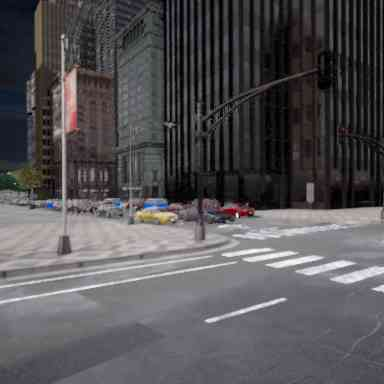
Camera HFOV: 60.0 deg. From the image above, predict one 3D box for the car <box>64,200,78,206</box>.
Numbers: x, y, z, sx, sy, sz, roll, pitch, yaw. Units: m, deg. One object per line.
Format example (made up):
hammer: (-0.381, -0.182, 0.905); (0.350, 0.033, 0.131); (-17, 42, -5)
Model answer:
car: (-28.257, 2.546, 77.393); (1.947, 1.339, 4.313); (-1, 0, -35)

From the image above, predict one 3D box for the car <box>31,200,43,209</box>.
car: (-28.484, 2.324, 62.974); (1.967, 1.590, 4.097); (-1, 0, -35)

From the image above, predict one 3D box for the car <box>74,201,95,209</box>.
car: (-19.589, 2.298, 60.416); (2.033, 1.411, 5.357); (0, 0, -35)

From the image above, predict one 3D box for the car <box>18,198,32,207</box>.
car: (-37.817, 2.637, 76.133); (1.887, 1.381, 4.507); (-1, 0, -35)

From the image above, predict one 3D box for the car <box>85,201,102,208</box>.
car: (-19.227, 2.358, 64.664); (1.802, 1.307, 4.206); (-1, 0, -35)

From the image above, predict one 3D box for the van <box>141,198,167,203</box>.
van: (-4.796, 1.783, 44.348); (1.690, 1.788, 3.998); (-1, 0, -35)

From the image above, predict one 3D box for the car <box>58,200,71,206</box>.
car: (-31.268, 2.612, 81.637); (1.947, 1.339, 4.313); (-1, 0, -35)

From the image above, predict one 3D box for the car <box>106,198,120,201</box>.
car: (-13.550, 2.090, 51.989); (1.882, 1.535, 5.008); (0, -1, -35)

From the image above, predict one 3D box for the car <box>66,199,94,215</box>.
car: (-14.249, 1.871, 42.904); (2.192, 1.841, 5.009); (-1, 0, -35)

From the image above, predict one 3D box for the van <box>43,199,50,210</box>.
van: (-22.729, 2.093, 54.859); (1.690, 1.788, 3.998); (-1, 0, -35)

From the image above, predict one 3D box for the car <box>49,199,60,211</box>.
car: (-19.900, 2.127, 50.874); (1.967, 1.590, 4.097); (-1, 0, -35)

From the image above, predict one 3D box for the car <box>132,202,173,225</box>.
car: (-2.838, 1.813, 26.826); (1.752, 1.417, 4.829); (-1, 0, -35)

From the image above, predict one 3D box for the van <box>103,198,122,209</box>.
van: (-13.612, 1.988, 56.805); (1.690, 1.788, 3.998); (-1, 0, -35)

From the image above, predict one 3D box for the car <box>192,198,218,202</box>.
car: (1.081, 1.619, 36.043); (2.192, 1.841, 5.009); (-1, 0, -35)

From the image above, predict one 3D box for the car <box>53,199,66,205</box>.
car: (-34.278, 2.661, 85.879); (2.008, 1.369, 4.403); (-1, 0, -35)

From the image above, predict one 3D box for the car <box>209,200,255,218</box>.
car: (4.025, 1.779, 31.890); (1.887, 1.381, 4.507); (-1, 0, -35)

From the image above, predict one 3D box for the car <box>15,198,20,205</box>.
car: (-40.927, 2.742, 80.518); (1.802, 1.307, 4.206); (-1, 0, -35)

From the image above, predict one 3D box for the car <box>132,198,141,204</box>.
car: (-7.735, 1.826, 48.500); (2.192, 1.841, 5.009); (-1, 0, -35)

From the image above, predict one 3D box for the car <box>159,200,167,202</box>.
car: (-1.851, 1.955, 40.195); (1.802, 1.307, 4.206); (-1, 0, -35)

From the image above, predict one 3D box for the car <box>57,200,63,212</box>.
car: (-17.071, 2.166, 46.890); (1.887, 1.381, 4.507); (-1, 0, -35)

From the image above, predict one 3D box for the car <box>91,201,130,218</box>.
car: (-8.590, 1.974, 34.935); (2.008, 1.369, 4.403); (-1, 0, -35)

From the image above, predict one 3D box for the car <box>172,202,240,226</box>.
car: (0.973, 1.779, 26.074); (2.033, 1.411, 5.357); (0, -1, -35)
